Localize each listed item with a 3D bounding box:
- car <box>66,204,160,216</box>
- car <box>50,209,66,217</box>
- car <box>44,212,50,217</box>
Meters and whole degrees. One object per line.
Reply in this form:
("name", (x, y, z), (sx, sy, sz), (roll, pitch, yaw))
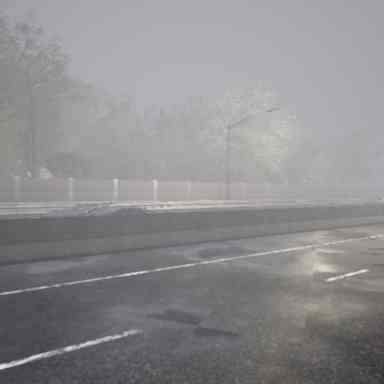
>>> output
("car", (-3.990, 1.518, 18.234), (4.892, 1.490, 1.837), (1, 0, -35))
("car", (-6.023, 1.503, 21.083), (4.902, 1.511, 2.128), (0, 0, -35))
("car", (-7.844, 1.558, 24.079), (5.357, 1.411, 2.033), (0, 0, -35))
